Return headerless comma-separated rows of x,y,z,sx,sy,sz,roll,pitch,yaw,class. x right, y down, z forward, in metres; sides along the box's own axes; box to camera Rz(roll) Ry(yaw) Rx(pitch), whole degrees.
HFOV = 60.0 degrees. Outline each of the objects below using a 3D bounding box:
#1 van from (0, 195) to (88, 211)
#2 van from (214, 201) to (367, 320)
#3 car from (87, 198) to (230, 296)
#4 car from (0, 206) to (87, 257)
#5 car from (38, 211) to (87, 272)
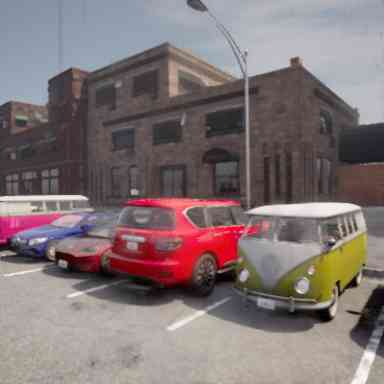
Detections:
-6.065,1.139,13.807,1.878,1.987,4.442,1,0,38,van
2.501,1.242,7.226,1.878,1.987,4.442,1,0,36,van
0.352,1.195,8.941,2.435,2.045,5.566,1,0,36,car
-3.977,1.434,12.075,2.002,1.452,4.674,1,1,37,car
-1.892,1.450,10.495,2.163,1.488,4.792,1,0,37,car
